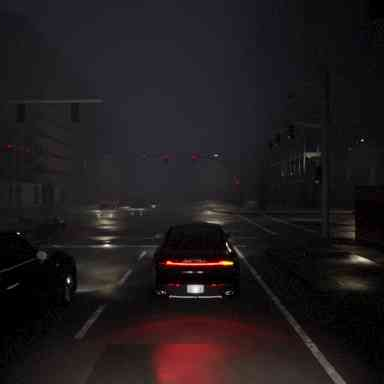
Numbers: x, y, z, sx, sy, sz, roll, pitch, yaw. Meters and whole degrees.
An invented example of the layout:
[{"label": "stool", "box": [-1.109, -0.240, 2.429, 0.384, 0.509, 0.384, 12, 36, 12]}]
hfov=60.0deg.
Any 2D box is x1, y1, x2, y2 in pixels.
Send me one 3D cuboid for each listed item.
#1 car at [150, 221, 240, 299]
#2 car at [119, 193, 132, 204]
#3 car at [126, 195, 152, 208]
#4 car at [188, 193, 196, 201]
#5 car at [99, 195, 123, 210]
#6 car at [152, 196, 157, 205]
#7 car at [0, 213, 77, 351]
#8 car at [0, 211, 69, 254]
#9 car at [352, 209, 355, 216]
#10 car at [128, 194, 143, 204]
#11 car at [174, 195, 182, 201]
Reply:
[{"label": "car", "box": [0.082, 1.505, 8.441, 1.837, 1.490, 4.892, 0, 0, 0]}, {"label": "car", "box": [-10.930, 1.221, 54.134, 2.150, 2.045, 5.566, 0, 0, 1]}, {"label": "car", "box": [-7.474, 1.547, 47.496, 2.033, 1.411, 5.357, 0, 0, 0]}, {"label": "car", "box": [-0.004, 1.225, 84.459, 2.150, 2.045, 5.566, 0, 0, 1]}, {"label": "car", "box": [-10.962, 1.478, 44.314, 1.882, 1.535, 5.008, 0, 0, 0]}, {"label": "car", "box": [-7.360, 1.478, 59.260, 1.882, 1.535, 5.008, 0, 0, 1]}, {"label": "car", "box": [-3.445, 1.352, 5.119, 2.097, 1.767, 4.553, 0, 0, 0]}, {"label": "car", "box": [-7.137, 1.604, 14.372, 1.895, 1.301, 4.718, 0, 0, 0]}, {"label": "car", "box": [15.976, 1.656, 27.665, 4.718, 1.301, 1.895, 0, 0, 0]}, {"label": "car", "box": [-10.781, 1.353, 63.886, 2.097, 1.767, 4.553, 0, 0, 1]}, {"label": "car", "box": [-3.507, 1.553, 84.235, 1.994, 1.385, 4.181, 0, 0, 1]}]
